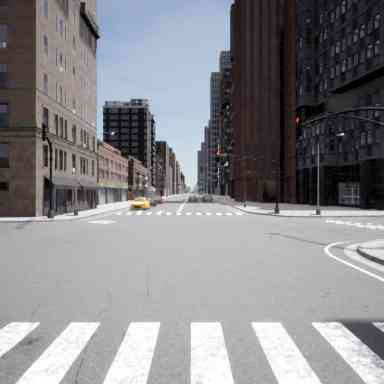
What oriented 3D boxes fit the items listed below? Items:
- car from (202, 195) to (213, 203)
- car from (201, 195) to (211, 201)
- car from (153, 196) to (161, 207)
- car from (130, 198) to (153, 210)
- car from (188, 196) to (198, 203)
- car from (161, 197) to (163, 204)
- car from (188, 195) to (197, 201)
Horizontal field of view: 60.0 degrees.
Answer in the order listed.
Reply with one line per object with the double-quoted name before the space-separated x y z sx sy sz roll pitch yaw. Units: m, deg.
"car" 3.364 1.527 70.943 2.128 1.511 4.902 0 0 0
"car" 3.380 1.494 81.363 2.128 1.511 4.902 0 0 0
"car" -6.501 1.570 51.423 1.994 1.385 4.181 0 0 1
"car" -6.530 1.483 42.173 1.882 1.535 5.008 0 0 0
"car" 0.139 1.521 71.795 2.128 1.511 4.902 0 0 0
"car" -6.464 1.484 61.844 1.882 1.535 5.008 0 0 0
"car" 0.132 1.551 82.108 1.994 1.385 4.181 0 0 0
